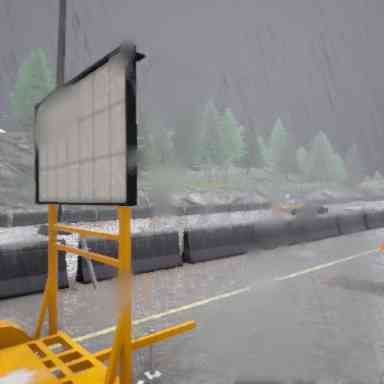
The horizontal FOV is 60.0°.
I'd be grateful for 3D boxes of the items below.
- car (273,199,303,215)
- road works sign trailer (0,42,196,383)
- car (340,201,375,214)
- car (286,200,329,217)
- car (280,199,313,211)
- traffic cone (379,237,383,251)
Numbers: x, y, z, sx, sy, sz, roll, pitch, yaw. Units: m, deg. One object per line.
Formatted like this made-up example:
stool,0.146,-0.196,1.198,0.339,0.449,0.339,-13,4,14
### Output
car,11.205,1.740,37.829,5.008,1.535,1.882,0,-1,-41
road works sign trailer,-1.068,0.537,3.693,2.880,3.560,2.380,0,-1,-41
car,16.621,1.647,33.270,4.674,1.442,1.812,-1,-1,-41
car,11.988,1.820,33.861,4.718,1.301,1.895,-1,-1,-41
car,14.254,1.727,45.147,5.008,1.535,1.882,-1,-1,-41
traffic cone,7.741,2.046,13.371,0.340,0.580,0.340,0,-1,-40
